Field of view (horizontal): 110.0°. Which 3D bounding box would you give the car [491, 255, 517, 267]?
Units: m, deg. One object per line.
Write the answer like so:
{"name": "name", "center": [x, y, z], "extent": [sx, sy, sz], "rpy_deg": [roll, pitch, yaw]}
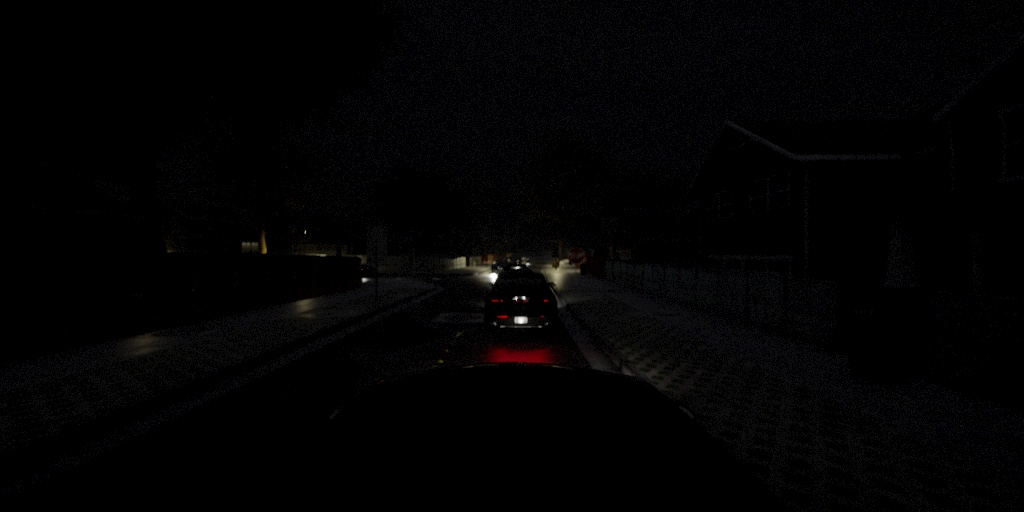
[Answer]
{"name": "car", "center": [-1.078, 0.939, 39.319], "extent": [2.128, 1.511, 4.902], "rpy_deg": [0, 1, 6]}

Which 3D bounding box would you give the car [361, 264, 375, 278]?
{"name": "car", "center": [-12.505, 0.824, 26.053], "extent": [5.008, 1.535, 1.882], "rpy_deg": [1, 0, 4]}

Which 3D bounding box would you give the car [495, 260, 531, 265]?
{"name": "car", "center": [0.221, 1.177, 21.851], "extent": [1.994, 1.385, 4.181], "rpy_deg": [0, 0, -6]}

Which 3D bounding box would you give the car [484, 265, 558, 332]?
{"name": "car", "center": [0.255, 1.195, 10.578], "extent": [1.837, 1.490, 4.892], "rpy_deg": [0, 0, 1]}

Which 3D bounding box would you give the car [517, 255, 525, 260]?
{"name": "car", "center": [0.264, 0.631, 51.553], "extent": [2.097, 1.767, 4.553], "rpy_deg": [0, 1, 7]}
